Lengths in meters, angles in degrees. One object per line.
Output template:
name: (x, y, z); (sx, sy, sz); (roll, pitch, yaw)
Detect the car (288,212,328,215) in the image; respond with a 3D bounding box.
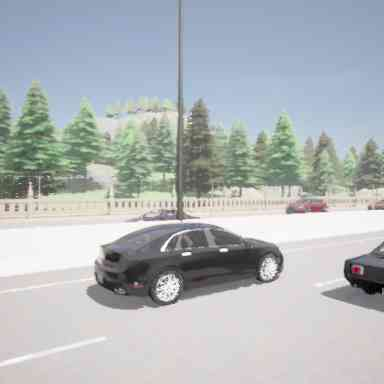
car: (11.339, 1.367, 32.815); (4.553, 1.767, 2.097); (0, 0, -34)

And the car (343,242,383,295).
car: (5.567, 1.621, 7.501); (4.718, 1.301, 1.895); (0, 0, -34)

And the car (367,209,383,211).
car: (20.159, 1.545, 34.557); (5.008, 1.535, 1.882); (0, 0, -34)

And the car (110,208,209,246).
car: (-1.462, 1.527, 15.671); (4.181, 1.385, 1.994); (0, 0, -34)

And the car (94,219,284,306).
car: (0.163, 1.490, 8.013); (4.892, 1.490, 1.837); (0, 0, -35)
